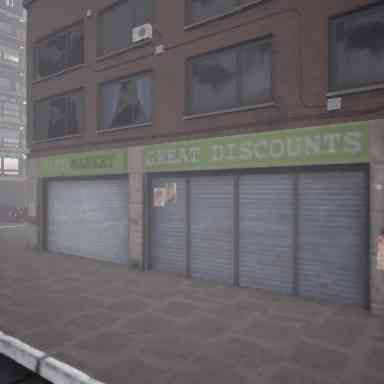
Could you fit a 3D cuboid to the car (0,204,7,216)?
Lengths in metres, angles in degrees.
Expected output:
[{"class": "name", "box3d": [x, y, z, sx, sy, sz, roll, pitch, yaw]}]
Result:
[{"class": "car", "box3d": [-20.029, 1.865, 33.878, 1.802, 1.307, 4.206, -1, -1, 35]}]

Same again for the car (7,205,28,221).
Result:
[{"class": "car", "box3d": [-13.205, 1.827, 29.071, 1.887, 1.381, 4.507, -1, -1, 35]}]
